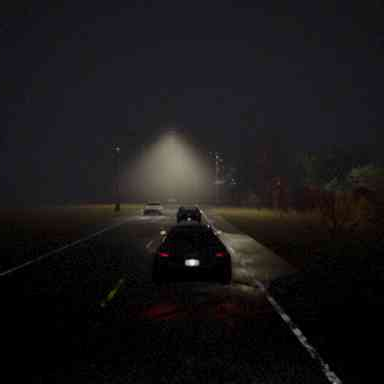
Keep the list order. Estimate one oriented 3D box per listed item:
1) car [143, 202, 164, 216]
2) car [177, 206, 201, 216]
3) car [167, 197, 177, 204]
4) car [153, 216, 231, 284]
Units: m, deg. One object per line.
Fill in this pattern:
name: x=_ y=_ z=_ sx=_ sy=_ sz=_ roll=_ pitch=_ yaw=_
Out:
car: x=-4.045 y=1.774 z=35.591 sx=1.812 sy=1.442 sz=4.674 roll=0 pitch=0 yaw=-1
car: x=-0.245 y=1.793 z=27.549 sx=1.895 sy=1.301 sz=4.718 roll=0 pitch=0 yaw=-1
car: x=-4.514 y=1.923 z=76.119 sx=1.812 sy=1.442 sz=4.674 roll=0 pitch=0 yaw=-1
car: x=-0.017 y=1.635 z=9.801 sx=1.994 sy=1.385 sz=4.181 roll=0 pitch=0 yaw=-1
